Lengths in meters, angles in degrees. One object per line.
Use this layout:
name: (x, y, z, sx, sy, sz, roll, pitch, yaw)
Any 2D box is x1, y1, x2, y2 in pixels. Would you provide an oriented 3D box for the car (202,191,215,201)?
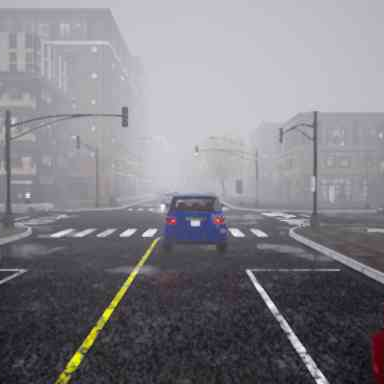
car: (2.684, 0.669, 55.927, 1.967, 1.590, 4.097, 0, 1, 0)

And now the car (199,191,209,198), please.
car: (2.683, 0.565, 73.018, 2.008, 1.369, 4.403, 0, 1, 0)

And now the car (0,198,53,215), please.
car: (-13.843, 1.167, 26.726, 4.718, 1.301, 1.895, 0, 1, 0)

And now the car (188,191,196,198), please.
car: (-0.005, 0.548, 71.716, 1.812, 1.442, 4.674, 0, 1, 0)

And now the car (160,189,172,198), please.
car: (-5.698, 0.330, 73.016, 2.192, 1.841, 5.009, 0, 1, 0)

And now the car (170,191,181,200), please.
car: (-3.035, 0.662, 61.374, 1.837, 1.490, 4.892, 0, 1, 1)

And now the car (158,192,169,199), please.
car: (-5.697, 0.667, 67.323, 1.802, 1.307, 4.206, 0, 1, 0)

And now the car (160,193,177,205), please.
car: (-3.086, 0.903, 44.509, 1.812, 1.442, 4.674, 0, 1, 0)

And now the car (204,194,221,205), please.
car: (2.686, 0.928, 44.537, 2.008, 1.369, 4.403, 0, 1, 0)

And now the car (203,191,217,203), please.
car: (2.685, 0.743, 50.232, 1.967, 1.590, 4.097, 0, 1, 0)

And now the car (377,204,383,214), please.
car: (17.621, 1.195, 26.857, 4.892, 1.490, 1.837, 0, 1, 0)

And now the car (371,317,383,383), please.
car: (2.690, 1.297, 1.046, 2.192, 1.841, 5.009, 0, 1, 0)

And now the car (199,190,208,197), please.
car: (2.682, 0.385, 78.713, 1.967, 1.590, 4.097, 0, 1, 0)

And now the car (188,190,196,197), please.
car: (-0.006, 0.347, 81.721, 2.128, 1.511, 4.902, 0, 1, 0)

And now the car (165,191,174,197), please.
car: (-5.699, 0.429, 84.412, 2.008, 1.369, 4.403, 0, 1, 0)

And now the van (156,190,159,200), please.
van: (-5.697, 0.497, 61.624, 1.690, 1.788, 3.998, 0, 1, 0)

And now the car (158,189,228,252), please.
car: (0.104, 1.029, 12.992, 2.150, 2.045, 5.566, 0, 1, 0)
